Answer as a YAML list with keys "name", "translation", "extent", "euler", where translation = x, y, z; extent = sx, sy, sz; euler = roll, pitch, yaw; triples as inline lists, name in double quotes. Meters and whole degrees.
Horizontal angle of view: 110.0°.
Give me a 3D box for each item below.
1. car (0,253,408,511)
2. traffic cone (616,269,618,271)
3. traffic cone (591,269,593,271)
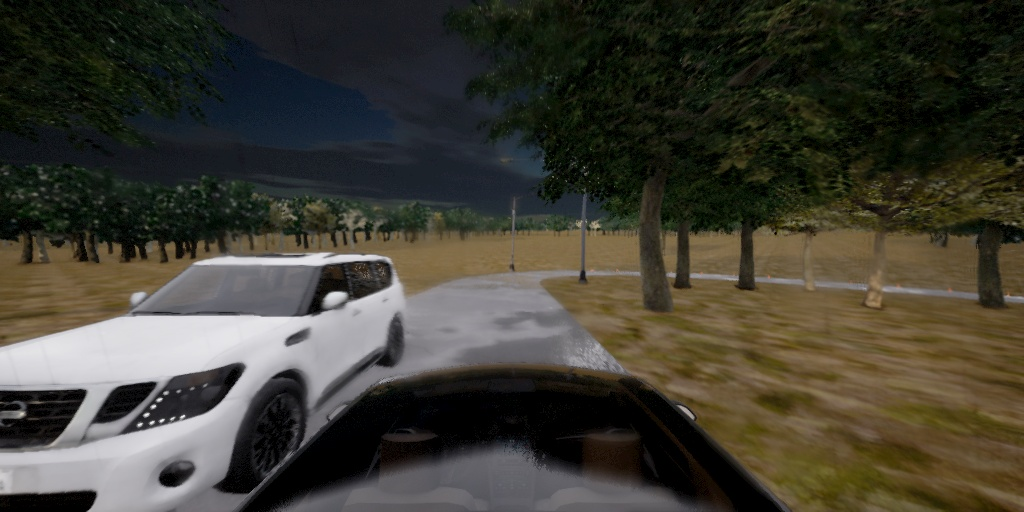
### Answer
- name: "car"
  translation: [-3.097, 0.966, 4.865]
  extent: [2.150, 2.045, 5.566]
  euler: [0, 0, 0]
- name: "traffic cone"
  translation: [17.185, 2.224, 58.680]
  extent: [0.340, 0.580, 0.340]
  euler: [0, 0, -25]
- name: "traffic cone"
  translation: [12.484, 2.039, 56.028]
  extent: [0.340, 0.580, 0.340]
  euler: [0, 0, -33]
